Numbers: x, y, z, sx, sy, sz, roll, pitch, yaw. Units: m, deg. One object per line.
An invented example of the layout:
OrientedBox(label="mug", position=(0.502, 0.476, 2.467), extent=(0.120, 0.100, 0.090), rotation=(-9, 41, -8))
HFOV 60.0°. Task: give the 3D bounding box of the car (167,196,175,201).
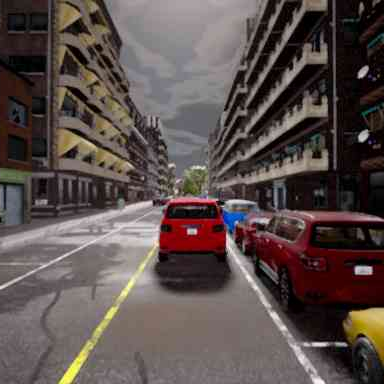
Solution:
OrientedBox(label="car", position=(-5.679, 1.684, 91.241), extent=(1.947, 1.339, 4.313), rotation=(1, 0, 0))

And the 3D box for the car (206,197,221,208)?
OrientedBox(label="car", position=(3.146, 1.568, 49.804), extent=(1.837, 1.490, 4.892), rotation=(0, 0, 0))

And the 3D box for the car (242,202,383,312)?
OrientedBox(label="car", position=(2.704, 1.325, 7.635), extent=(2.192, 1.841, 5.009), rotation=(1, 0, 0))

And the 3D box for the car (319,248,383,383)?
OrientedBox(label="car", position=(2.701, 1.529, 2.233), extent=(1.752, 1.417, 4.829), rotation=(1, 0, 0))

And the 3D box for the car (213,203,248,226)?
OrientedBox(label="car", position=(2.701, 1.582, 24.348), extent=(2.008, 1.369, 4.403), rotation=(1, 0, 0))

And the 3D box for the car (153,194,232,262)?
OrientedBox(label="car", position=(0.032, 1.239, 12.397), extent=(2.150, 2.045, 5.566), rotation=(0, 0, 1))

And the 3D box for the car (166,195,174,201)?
OrientedBox(label="car", position=(-5.679, 1.636, 85.500), extent=(1.752, 1.417, 4.829), rotation=(1, 0, 0))

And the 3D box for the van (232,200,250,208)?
OrientedBox(label="van", position=(2.704, 1.365, 18.777), extent=(1.690, 1.788, 3.998), rotation=(1, 0, 0))

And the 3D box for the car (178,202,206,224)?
OrientedBox(label="car", position=(0.022, 1.581, 26.316), extent=(2.033, 1.411, 5.357), rotation=(0, 0, 0))

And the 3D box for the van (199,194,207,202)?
OrientedBox(label="van", position=(2.707, 1.445, 80.060), extent=(1.690, 1.788, 3.998), rotation=(1, 0, 0))

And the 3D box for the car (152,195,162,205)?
OrientedBox(label="car", position=(-5.676, 1.389, 57.815), extent=(2.192, 1.841, 5.009), rotation=(1, 0, 0))

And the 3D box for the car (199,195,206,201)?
OrientedBox(label="car", position=(2.709, 1.637, 85.801), extent=(1.752, 1.417, 4.829), rotation=(1, 0, 0))

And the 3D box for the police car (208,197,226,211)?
OrientedBox(label="police car", position=(3.134, 1.480, 42.914), extent=(1.930, 1.638, 5.238), rotation=(0, 0, 0))

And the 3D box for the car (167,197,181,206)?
OrientedBox(label="car", position=(-3.054, 1.621, 57.943), extent=(2.033, 1.411, 5.357), rotation=(0, 0, 1))

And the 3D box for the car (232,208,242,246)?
OrientedBox(label="car", position=(2.701, 1.562, 13.206), extent=(1.887, 1.381, 4.507), rotation=(1, 0, 0))

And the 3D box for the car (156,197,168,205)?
OrientedBox(label="car", position=(-5.679, 1.663, 63.386), extent=(1.802, 1.307, 4.206), rotation=(1, 0, 0))
